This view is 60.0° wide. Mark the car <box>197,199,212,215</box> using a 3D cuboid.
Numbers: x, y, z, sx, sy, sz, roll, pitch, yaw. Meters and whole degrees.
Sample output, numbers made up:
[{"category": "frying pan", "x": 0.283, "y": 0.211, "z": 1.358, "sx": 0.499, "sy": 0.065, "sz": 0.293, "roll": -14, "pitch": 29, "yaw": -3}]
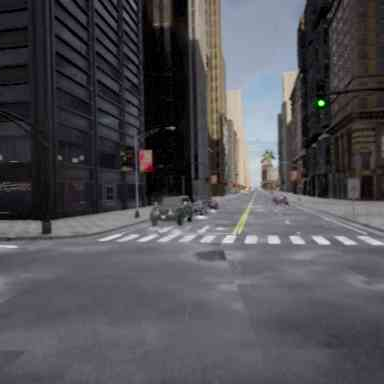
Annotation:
[{"category": "car", "x": 0.525, "y": 1.563, "z": 34.450, "sx": 1.837, "sy": 1.490, "sz": 4.892, "roll": -1, "pitch": 0, "yaw": 11}]

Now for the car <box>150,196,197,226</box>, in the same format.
[{"category": "car", "x": -1.375, "y": 1.303, "z": 24.761, "sx": 2.150, "sy": 2.045, "sz": 5.566, "roll": -1, "pitch": 0, "yaw": 11}]

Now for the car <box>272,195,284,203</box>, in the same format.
[{"category": "car", "x": 16.060, "y": 1.314, "z": 62.469, "sx": 1.812, "sy": 1.442, "sz": 4.674, "roll": -1, "pitch": 0, "yaw": 11}]

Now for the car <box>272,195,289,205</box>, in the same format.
[{"category": "car", "x": 14.203, "y": 1.338, "z": 52.724, "sx": 1.812, "sy": 1.442, "sz": 4.674, "roll": -1, "pitch": 0, "yaw": 11}]

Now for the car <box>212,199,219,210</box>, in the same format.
[{"category": "car", "x": 2.434, "y": 1.600, "z": 44.290, "sx": 1.994, "sy": 1.385, "sz": 4.181, "roll": -1, "pitch": 0, "yaw": 11}]
